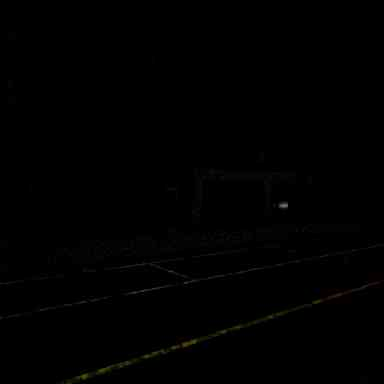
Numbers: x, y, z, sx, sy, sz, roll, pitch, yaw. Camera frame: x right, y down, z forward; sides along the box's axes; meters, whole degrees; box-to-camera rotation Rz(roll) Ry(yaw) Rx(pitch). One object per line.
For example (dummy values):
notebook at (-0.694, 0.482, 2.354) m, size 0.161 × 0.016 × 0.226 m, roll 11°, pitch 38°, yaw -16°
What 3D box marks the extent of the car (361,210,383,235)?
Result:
car at (10.616, 1.582, 17.470) m, size 4.206 × 1.307 × 1.802 m, roll 0°, pitch 0°, yaw -35°
